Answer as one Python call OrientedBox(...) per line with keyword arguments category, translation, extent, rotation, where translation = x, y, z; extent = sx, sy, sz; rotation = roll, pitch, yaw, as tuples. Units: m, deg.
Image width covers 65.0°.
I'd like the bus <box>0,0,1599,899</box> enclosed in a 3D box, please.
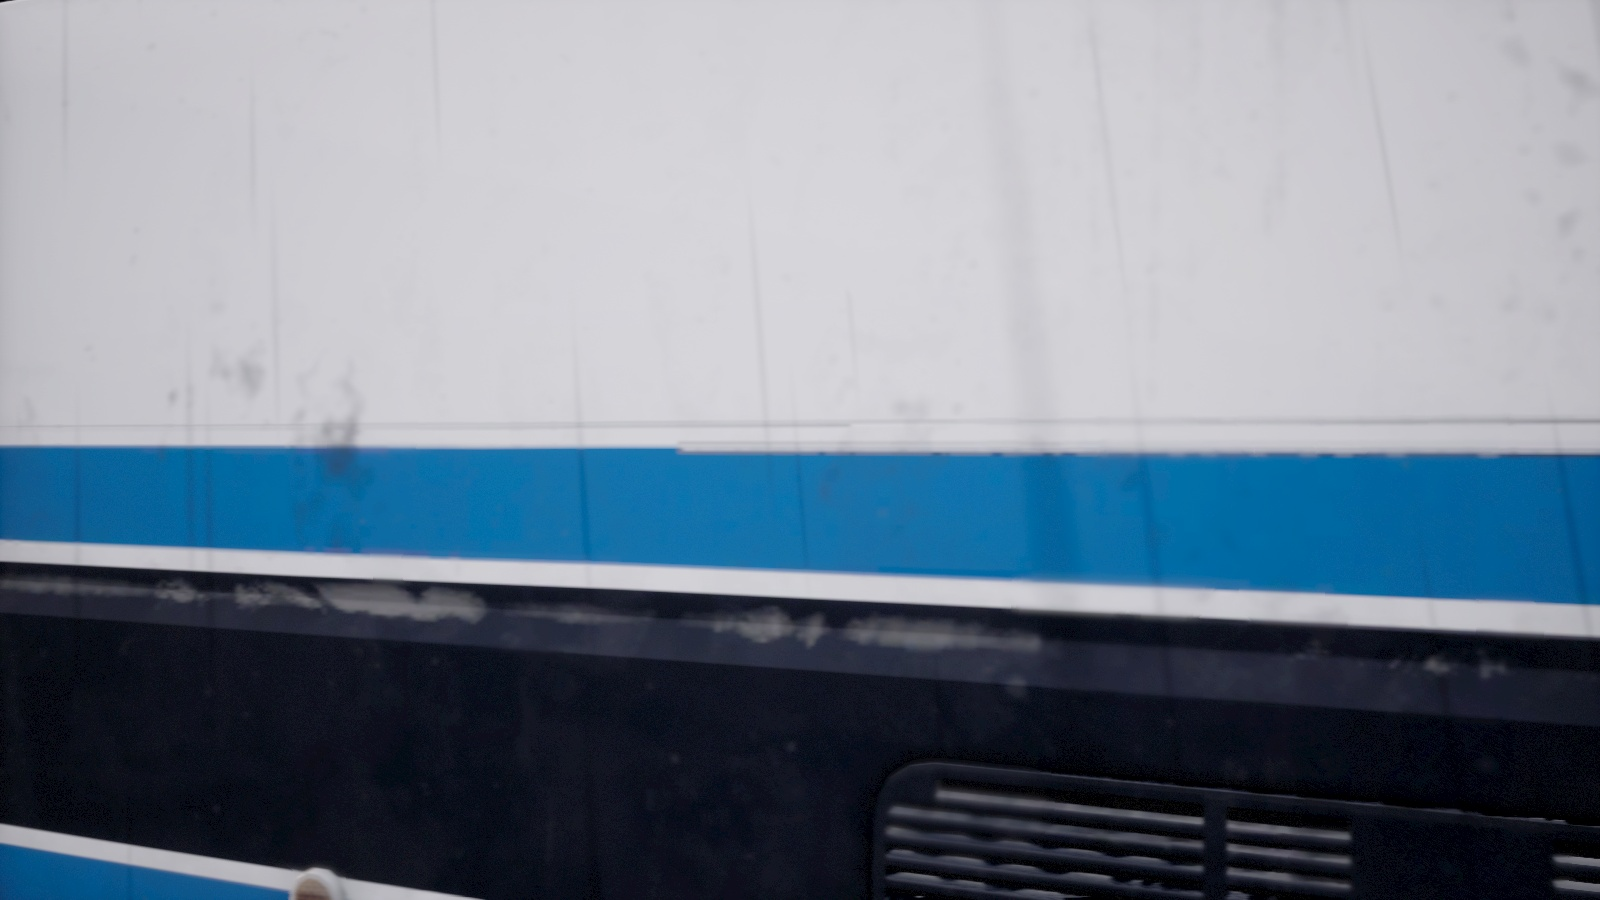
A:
OrientedBox(category="bus", translation=(0.478, -0.597, 3.051), extent=(10.273, 4.253, 3.944), rotation=(1, 1, 21))
